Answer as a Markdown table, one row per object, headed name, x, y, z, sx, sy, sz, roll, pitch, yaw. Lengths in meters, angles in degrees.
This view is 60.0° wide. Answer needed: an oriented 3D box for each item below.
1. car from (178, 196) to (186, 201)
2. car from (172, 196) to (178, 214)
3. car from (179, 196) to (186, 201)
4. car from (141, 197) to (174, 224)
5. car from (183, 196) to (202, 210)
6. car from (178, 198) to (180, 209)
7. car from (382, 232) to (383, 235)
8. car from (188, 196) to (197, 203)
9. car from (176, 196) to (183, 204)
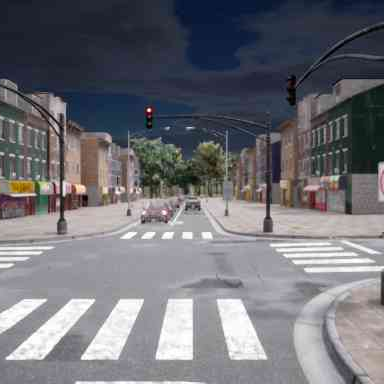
| name | x | y | z | sx | sy | sz | roll | pitch | yaw |
| --- | --- | --- | --- | --- | --- | --- | --- | --- | --- |
| car | -2.589 | 1.647 | 84.501 | 1.947 | 1.339 | 4.313 | -1 | 0 | 0 |
| car | -2.627 | 1.446 | 30.154 | 1.967 | 1.590 | 4.097 | -1 | 0 | 0 |
| car | -2.585 | 1.673 | 89.936 | 1.802 | 1.307 | 4.206 | -1 | 0 | 0 |
| car | -2.631 | 1.443 | 24.719 | 1.967 | 1.590 | 4.097 | -1 | 0 | 0 |
| car | 0.115 | 1.543 | 42.078 | 1.812 | 1.442 | 4.674 | 0 | 0 | 0 |
| car | -2.622 | 1.577 | 35.588 | 1.947 | 1.339 | 4.313 | -1 | 0 | 0 |
| car | 10.528 | 1.360 | 12.979 | 5.357 | 1.411 | 2.033 | -1 | 1 | 0 |
| car | 0.141 | 1.531 | 68.293 | 1.882 | 1.535 | 5.008 | 0 | -1 | 0 |
| car | -2.615 | 1.567 | 46.458 | 1.887 | 1.381 | 4.507 | -1 | 0 | 0 |
